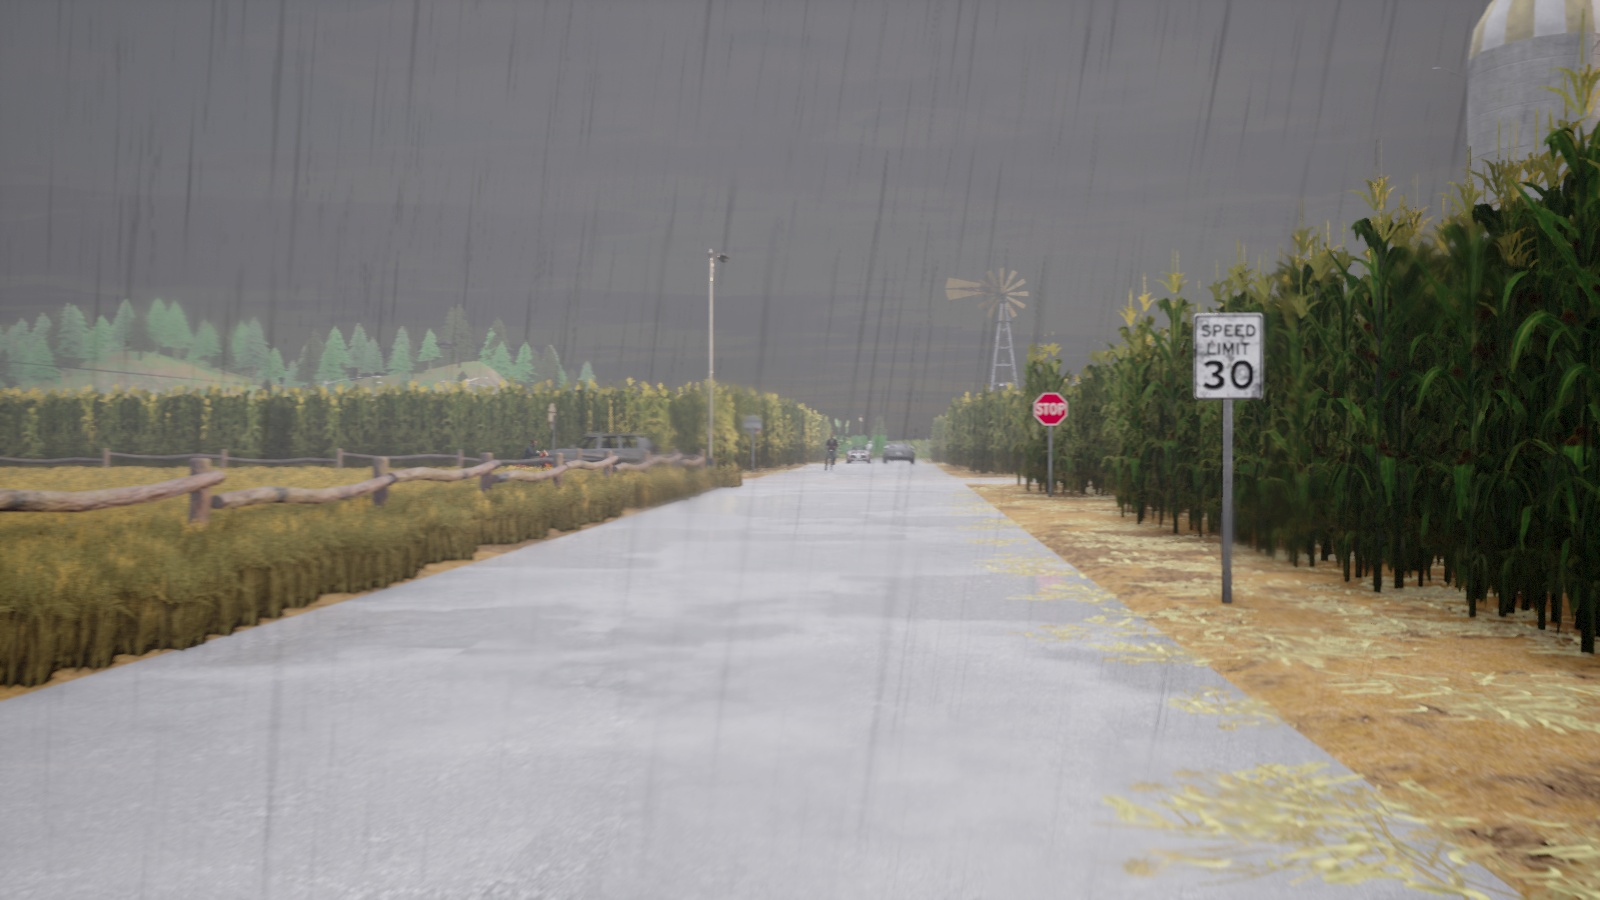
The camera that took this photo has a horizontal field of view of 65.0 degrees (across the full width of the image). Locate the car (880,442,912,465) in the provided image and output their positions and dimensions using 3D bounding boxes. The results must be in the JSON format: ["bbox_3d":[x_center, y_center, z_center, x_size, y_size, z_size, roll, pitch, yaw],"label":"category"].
[{"bbox_3d":[6.102,0.227,80.120,1.994,1.385,4.181,0,-1,4],"label":"car"}]

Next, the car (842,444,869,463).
[{"bbox_3d":[4.308,0.274,97.376,1.970,1.475,3.806,0,0,4],"label":"car"}]

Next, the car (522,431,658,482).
[{"bbox_3d":[-7.793,0.249,46.809,4.605,1.855,1.932,0,0,8],"label":"car"}]
